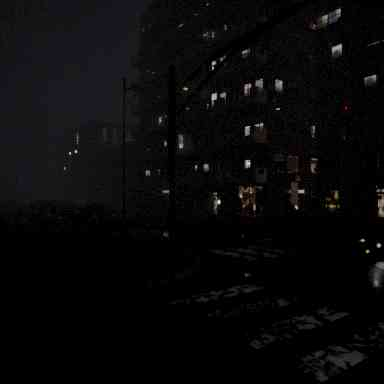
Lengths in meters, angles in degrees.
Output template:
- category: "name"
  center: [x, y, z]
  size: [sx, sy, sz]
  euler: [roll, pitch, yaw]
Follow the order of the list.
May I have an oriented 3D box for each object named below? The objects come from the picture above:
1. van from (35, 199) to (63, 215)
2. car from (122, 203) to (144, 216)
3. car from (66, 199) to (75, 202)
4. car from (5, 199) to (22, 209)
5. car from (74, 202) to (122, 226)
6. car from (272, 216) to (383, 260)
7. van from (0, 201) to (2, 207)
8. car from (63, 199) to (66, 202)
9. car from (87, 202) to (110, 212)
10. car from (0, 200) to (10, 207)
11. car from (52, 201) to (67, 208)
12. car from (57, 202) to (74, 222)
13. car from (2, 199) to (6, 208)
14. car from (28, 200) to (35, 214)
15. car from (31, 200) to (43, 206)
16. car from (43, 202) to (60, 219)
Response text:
- category: "van"
  center: [-17.149, 1.900, 39.830]
  size: [1.690, 1.788, 3.998]
  euler: [-1, 0, -35]
- category: "car"
  center: [-7.423, 2.006, 39.764]
  size: [1.752, 1.417, 4.829]
  euler: [-1, 0, -35]
- category: "car"
  center: [-23.347, 2.160, 62.109]
  size: [2.192, 1.841, 5.009]
  euler: [-1, 0, -35]
- category: "car"
  center: [-33.176, 2.365, 62.328]
  size: [1.967, 1.590, 4.097]
  euler: [-1, 0, -35]
- category: "car"
  center: [-7.530, 1.776, 26.330]
  size: [1.967, 1.590, 4.097]
  euler: [-1, 0, -35]
- category: "car"
  center: [5.189, 1.654, 12.917]
  size: [1.994, 1.385, 4.181]
  euler: [0, -1, -35]
- category: "van"
  center: [-39.589, 2.411, 71.328]
  size: [1.690, 1.788, 3.998]
  euler: [-1, 0, -35]
- category: "car"
  center: [-20.892, 2.127, 49.526]
  size: [2.128, 1.511, 4.902]
  euler: [0, -1, -35]
- category: "car"
  center: [-13.731, 2.191, 48.619]
  size: [1.947, 1.339, 4.313]
  euler: [-1, 0, -35]
- category: "car"
  center: [-42.693, 2.666, 75.688]
  size: [1.752, 1.417, 4.829]
  euler: [-1, 0, -35]
- category: "car"
  center: [-26.547, 2.462, 66.606]
  size: [1.887, 1.381, 4.507]
  euler: [-1, 0, -35]
- category: "car"
  center: [-10.636, 1.934, 30.691]
  size: [1.752, 1.417, 4.829]
  euler: [-1, 0, -35]
- category: "car"
  center: [-36.380, 2.542, 66.828]
  size: [1.887, 1.381, 4.507]
  euler: [-1, 0, -35]
- category: "car"
  center: [-20.353, 2.073, 44.329]
  size: [1.967, 1.590, 4.097]
  euler: [-1, 0, -35]
- category: "car"
  center: [-39.361, 2.773, 84.593]
  size: [1.947, 1.339, 4.313]
  euler: [-1, 0, -35]
- category: "car"
  center: [-13.939, 2.036, 35.329]
  size: [2.008, 1.369, 4.403]
  euler: [-1, 0, -35]
